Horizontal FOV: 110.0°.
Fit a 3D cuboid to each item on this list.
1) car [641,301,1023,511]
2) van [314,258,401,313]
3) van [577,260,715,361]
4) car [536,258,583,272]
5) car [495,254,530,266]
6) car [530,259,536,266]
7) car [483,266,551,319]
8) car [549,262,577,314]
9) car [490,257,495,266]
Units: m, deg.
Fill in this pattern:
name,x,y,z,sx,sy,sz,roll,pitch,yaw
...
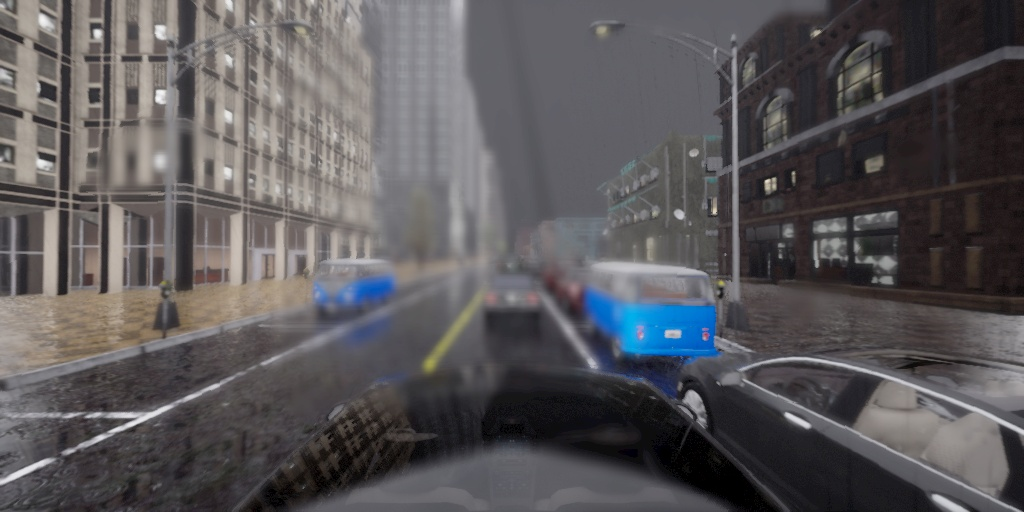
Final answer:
name,x,y,z,sx,sy,sz,roll,pitch,yaw
car,2.691,1.298,2.386,2.007,1.370,4.403,0,0,0
van,-5.691,1.045,13.338,1.690,1.789,3.998,0,0,0
van,2.691,1.067,7.864,1.690,1.789,3.998,0,0,0
car,2.690,0.997,18.820,2.192,1.841,5.009,0,0,0
car,0.034,0.864,28.665,2.150,2.045,5.566,0,1,1
car,2.690,1.202,29.774,1.948,1.339,4.313,0,0,0
car,0.025,1.255,12.587,2.033,1.411,5.357,0,0,1
car,2.690,1.144,13.341,1.967,1.591,4.097,0,0,0
car,-3.000,0.990,64.478,1.837,1.490,4.892,0,0,0
